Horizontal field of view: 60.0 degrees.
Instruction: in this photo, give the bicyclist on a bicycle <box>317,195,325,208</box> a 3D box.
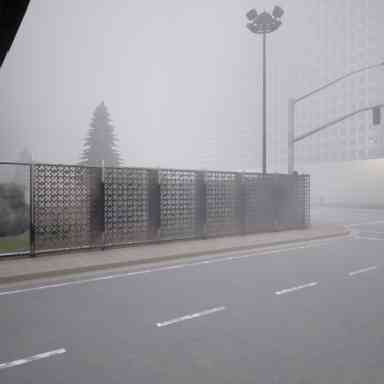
[{"bbox_3d":[16.614,1.245,42.838,1.656,1.620,0.582,0,0,-35],"label":"bicyclist on a bicycle"}]
